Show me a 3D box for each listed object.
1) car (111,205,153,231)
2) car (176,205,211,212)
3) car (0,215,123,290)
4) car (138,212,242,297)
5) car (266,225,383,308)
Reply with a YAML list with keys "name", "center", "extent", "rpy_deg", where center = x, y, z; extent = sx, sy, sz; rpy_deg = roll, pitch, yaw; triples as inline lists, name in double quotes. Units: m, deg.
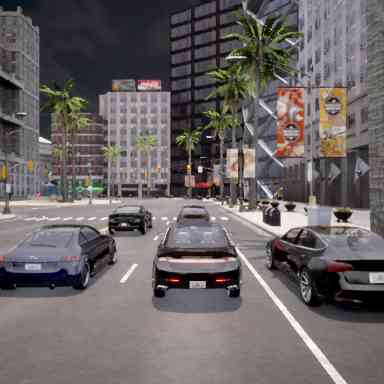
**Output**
- name: "car"
  center: [-3.400, 1.478, 19.070]
  extent: [1.882, 1.535, 5.008]
  rpy_deg: [0, 0, 0]
- name: "car"
  center: [0.101, 1.505, 18.799]
  extent: [1.837, 1.490, 4.892]
  rpy_deg: [0, 0, 0]
- name: "car"
  center: [-3.397, 1.564, 9.101]
  extent: [1.994, 1.385, 4.181]
  rpy_deg: [0, 0, 0]
- name: "car"
  center: [0.101, 1.492, 8.544]
  extent: [2.128, 1.511, 4.902]
  rpy_deg: [0, 0, 0]
- name: "car"
  center: [3.192, 1.513, 8.023]
  extent: [2.161, 1.482, 4.786]
  rpy_deg: [0, 0, -1]
